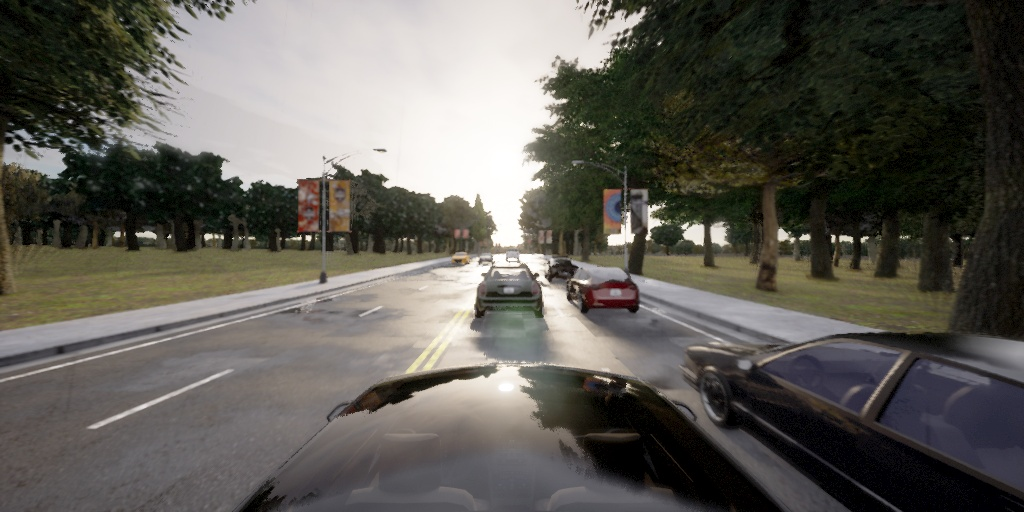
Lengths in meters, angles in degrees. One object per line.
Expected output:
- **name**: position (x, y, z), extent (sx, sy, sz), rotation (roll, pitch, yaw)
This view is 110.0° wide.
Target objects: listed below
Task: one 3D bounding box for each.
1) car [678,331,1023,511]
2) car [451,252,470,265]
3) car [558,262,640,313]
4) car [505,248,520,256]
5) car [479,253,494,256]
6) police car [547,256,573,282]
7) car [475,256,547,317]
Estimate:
- **car**: position (3.250, 1.295, 2.564), extent (2.033, 1.411, 5.357), rotation (0, 0, 0)
- **car**: position (-6.520, 0.264, 46.048), extent (1.882, 1.535, 5.008), rotation (0, 1, 1)
- **car**: position (3.252, 1.147, 13.583), extent (2.163, 1.488, 4.792), rotation (0, 1, 0)
- **car**: position (0.099, -0.273, 57.187), extent (2.150, 2.045, 5.566), rotation (0, 1, 0)
- **car**: position (-3.269, 0.311, 46.105), extent (1.812, 1.442, 4.674), rotation (0, 1, 1)
- **police car**: position (3.254, 0.794, 24.656), extent (1.930, 1.638, 5.238), rotation (0, 2, 0)
- **car**: position (-0.068, 1.008, 12.838), extent (2.097, 1.767, 4.553), rotation (0, 1, 0)
